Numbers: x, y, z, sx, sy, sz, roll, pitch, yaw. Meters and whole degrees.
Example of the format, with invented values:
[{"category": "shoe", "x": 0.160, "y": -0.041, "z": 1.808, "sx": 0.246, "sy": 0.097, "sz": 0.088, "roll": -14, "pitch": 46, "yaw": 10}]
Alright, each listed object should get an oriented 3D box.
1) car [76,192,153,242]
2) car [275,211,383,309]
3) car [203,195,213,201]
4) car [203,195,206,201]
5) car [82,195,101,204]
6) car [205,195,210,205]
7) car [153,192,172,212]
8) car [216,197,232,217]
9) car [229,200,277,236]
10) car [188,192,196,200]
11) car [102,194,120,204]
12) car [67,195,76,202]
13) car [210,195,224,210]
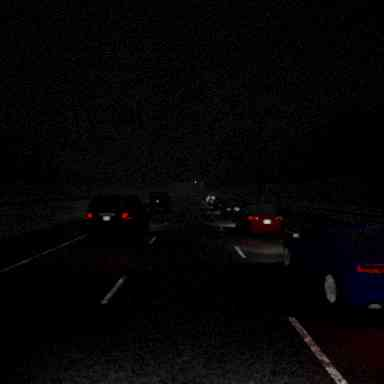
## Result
[{"category": "car", "x": -3.412, "y": 1.129, "z": 15.942, "sx": 2.150, "sy": 2.045, "sz": 5.566, "roll": 0, "pitch": 0, "yaw": 0}, {"category": "car", "x": 3.594, "y": 1.431, "z": 7.826, "sx": 1.882, "sy": 1.535, "sz": 5.008, "roll": 0, "pitch": 0, "yaw": 0}, {"category": "car", "x": 3.449, "y": 1.234, "z": 72.758, "sx": 1.895, "sy": 1.301, "sz": 4.718, "roll": 0, "pitch": 0, "yaw": 0}, {"category": "car", "x": 3.457, "y": 1.201, "z": 61.726, "sx": 1.812, "sy": 1.442, "sz": 4.674, "roll": 0, "pitch": 0, "yaw": 0}, {"category": "car", "x": -17.578, "y": 1.254, "z": 58.282, "sx": 1.994, "sy": 1.385, "sz": 4.181, "roll": 0, "pitch": 0, "yaw": 1}, {"category": "car", "x": 3.464, "y": 1.325, "z": 50.754, "sx": 1.895, "sy": 1.301, "sz": 4.718, "roll": 0, "pitch": 0, "yaw": 0}, {"category": "car", "x": -3.425, "y": 1.020, "z": 35.857, "sx": 2.150, "sy": 2.045, "sz": 5.566, "roll": 0, "pitch": 0, "yaw": 0}, {"category": "car", "x": 3.479, "y": 1.385, "z": 28.720, "sx": 2.033, "sy": 1.411, "sz": 5.357, "roll": 0, "pitch": 0, "yaw": 0}, {"category": "car", "x": 3.486, "y": 1.401, "z": 17.748, "sx": 2.163, "sy": 1.488, "sz": 4.792, "roll": 0, "pitch": 0, "yaw": 0}, {"category": "car", "x": -0.057, "y": 1.115, "z": 82.342, "sx": 2.128, "sy": 1.511, "sz": 4.902, "roll": 0, "pitch": 0, "yaw": 0}, {"category": "car", "x": -14.086, "y": 1.168, "z": 58.270, "sx": 1.882, "sy": 1.535, "sz": 5.008, "roll": 0, "pitch": 0, "yaw": 0}, {"category": "car", "x": -21.051, "y": 1.226, "z": 60.825, "sx": 2.033, "sy": 1.411, "sz": 5.357, "roll": 0, "pitch": 0, "yaw": 0}, {"category": "car", "x": 3.472, "y": 1.284, "z": 39.721, "sx": 1.837, "sy": 1.490, "sz": 4.892, "roll": 0, "pitch": 0, "yaw": 0}]
